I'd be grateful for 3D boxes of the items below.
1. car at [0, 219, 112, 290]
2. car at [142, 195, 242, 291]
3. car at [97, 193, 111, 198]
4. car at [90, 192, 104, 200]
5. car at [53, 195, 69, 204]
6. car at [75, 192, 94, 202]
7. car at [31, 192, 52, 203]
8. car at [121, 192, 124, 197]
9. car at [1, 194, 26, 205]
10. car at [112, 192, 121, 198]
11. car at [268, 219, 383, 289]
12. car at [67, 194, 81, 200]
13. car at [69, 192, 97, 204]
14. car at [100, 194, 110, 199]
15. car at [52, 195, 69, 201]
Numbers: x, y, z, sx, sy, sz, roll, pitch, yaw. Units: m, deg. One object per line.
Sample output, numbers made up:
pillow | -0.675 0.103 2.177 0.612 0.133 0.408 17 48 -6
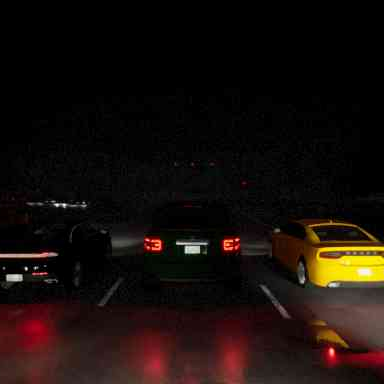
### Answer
car | -3.522 1.483 9.011 2.128 1.511 4.902 0 0 0
car | -0.014 1.213 9.155 2.150 2.045 5.566 0 0 0
car | -18.589 1.254 67.465 2.033 1.411 5.357 0 0 -1
car | -22.275 1.012 78.066 2.097 1.767 4.553 0 0 -1
car | -21.987 1.331 57.684 1.994 1.385 4.181 0 0 -1
car | -22.106 0.934 68.393 2.150 2.045 5.566 0 0 -1
car | -29.037 0.955 64.368 2.150 2.045 5.566 0 0 -1
car | -19.091 1.164 86.441 1.994 1.385 4.181 0 0 -4
car | -28.931 1.138 54.038 2.097 1.767 4.553 0 0 -1
car | -18.765 1.200 77.514 2.033 1.411 5.357 0 0 -1
car | 3.475 1.469 9.210 1.882 1.535 5.008 0 0 0
car | -29.401 1.154 82.975 1.812 1.442 4.674 0 0 -1
car | -18.484 0.993 56.870 2.150 2.045 5.566 0 0 -1
car | -22.633 1.163 86.659 1.994 1.385 4.181 0 0 -4
car | -29.205 1.273 74.078 1.895 1.301 4.718 0 0 -1
